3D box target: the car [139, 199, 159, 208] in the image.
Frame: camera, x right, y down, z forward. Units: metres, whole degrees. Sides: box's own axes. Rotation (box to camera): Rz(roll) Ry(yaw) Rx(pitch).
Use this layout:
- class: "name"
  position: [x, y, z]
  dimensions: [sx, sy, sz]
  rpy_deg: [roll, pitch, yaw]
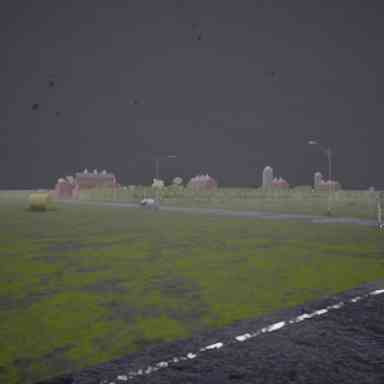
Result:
- class: "car"
  position: [-7.204, 1.870, 55.739]
  dimensions: [1.812, 1.442, 4.674]
  rpy_deg: [0, 0, -35]
